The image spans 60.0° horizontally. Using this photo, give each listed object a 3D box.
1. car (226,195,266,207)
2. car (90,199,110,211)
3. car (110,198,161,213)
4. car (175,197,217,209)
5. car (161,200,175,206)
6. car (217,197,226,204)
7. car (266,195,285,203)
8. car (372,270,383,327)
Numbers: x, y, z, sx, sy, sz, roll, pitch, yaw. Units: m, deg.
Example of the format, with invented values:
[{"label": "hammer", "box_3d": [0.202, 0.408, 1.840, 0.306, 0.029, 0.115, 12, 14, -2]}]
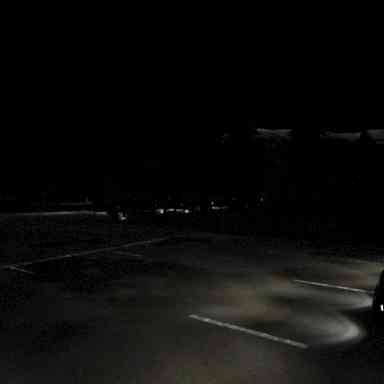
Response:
[{"label": "car", "box_3d": [7.948, 1.419, 48.737, 4.902, 1.511, 2.128, 0, 0, -35]}, {"label": "car", "box_3d": [-9.238, 1.494, 38.316, 1.895, 1.301, 4.718, 0, 0, 43]}, {"label": "car", "box_3d": [-6.080, 1.414, 36.510, 1.837, 1.490, 4.892, 0, 0, 43]}, {"label": "car", "box_3d": [0.567, 1.421, 43.002, 4.892, 1.490, 1.837, 0, 0, -41]}, {"label": "car", "box_3d": [-2.785, 1.425, 44.691, 4.674, 1.442, 1.812, 0, 0, -42]}, {"label": "car", "box_3d": [4.615, 1.458, 50.789, 5.357, 1.411, 2.033, 0, 0, -37]}, {"label": "car", "box_3d": [12.727, 1.278, 55.858, 4.553, 1.767, 2.097, 0, 0, -28]}, {"label": "car", "box_3d": [5.100, 1.352, 4.607, 4.553, 1.767, 2.097, 0, 0, 36]}]
